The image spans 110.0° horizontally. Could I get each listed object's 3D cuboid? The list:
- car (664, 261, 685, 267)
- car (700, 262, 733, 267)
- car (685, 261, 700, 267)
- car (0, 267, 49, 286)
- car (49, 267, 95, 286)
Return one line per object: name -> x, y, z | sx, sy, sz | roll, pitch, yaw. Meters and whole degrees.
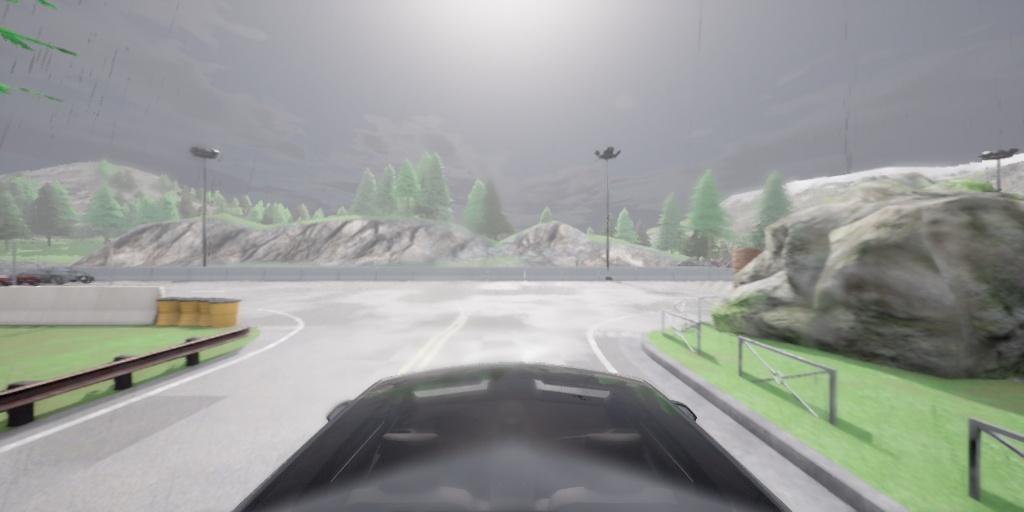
car -> 23.246, 1.451, 48.867 | 4.892, 1.490, 1.837 | 0, 0, 0
car -> 23.436, 1.424, 38.385 | 5.008, 1.535, 1.882 | 0, 0, 0
car -> 23.393, 1.451, 41.881 | 4.892, 1.490, 1.837 | 0, 0, 0
car -> -34.353, 1.550, 23.680 | 4.718, 1.301, 1.895 | 0, 0, 0
car -> -34.515, 1.514, 27.185 | 4.181, 1.385, 1.994 | 0, 0, 0
